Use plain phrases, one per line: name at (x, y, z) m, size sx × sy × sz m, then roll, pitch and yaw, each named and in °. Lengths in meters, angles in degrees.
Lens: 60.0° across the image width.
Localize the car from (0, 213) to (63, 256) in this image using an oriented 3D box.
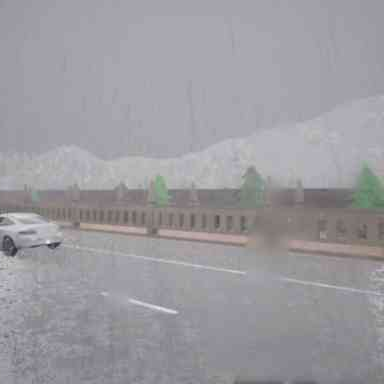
car at (-7.063, 1.563, 13.330) m, size 4.674 × 1.442 × 1.812 m, roll 0°, pitch 0°, yaw 36°
